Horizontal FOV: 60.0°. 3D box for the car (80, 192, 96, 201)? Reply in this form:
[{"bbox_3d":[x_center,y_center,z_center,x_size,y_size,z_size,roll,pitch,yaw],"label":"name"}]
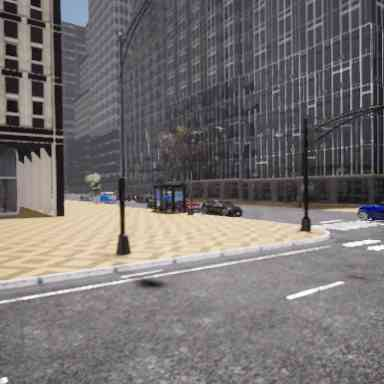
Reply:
[{"bbox_3d":[-19.722,1.004,62.267,2.008,1.369,4.403,-1,1,-34],"label":"car"}]

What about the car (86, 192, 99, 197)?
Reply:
[{"bbox_3d":[-25.622,0.635,85.765,2.008,1.369,4.403,-1,1,-34],"label":"car"}]

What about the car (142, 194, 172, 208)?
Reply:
[{"bbox_3d":[-3.740,1.285,38.770,1.947,1.339,4.313,-1,1,-34],"label":"car"}]

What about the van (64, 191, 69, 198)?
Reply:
[{"bbox_3d":[-29.338,0.632,76.345,1.690,1.788,3.998,-1,1,-34],"label":"van"}]

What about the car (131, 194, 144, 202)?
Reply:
[{"bbox_3d":[-7.844,1.032,55.130,1.994,1.385,4.181,-1,1,-35],"label":"car"}]

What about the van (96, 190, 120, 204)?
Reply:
[{"bbox_3d":[-13.311,0.902,52.877,1.690,1.788,3.998,-1,1,-34],"label":"van"}]

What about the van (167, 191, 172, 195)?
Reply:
[{"bbox_3d":[-3.186,0.804,52.907,1.690,1.788,3.998,-1,1,-34],"label":"van"}]

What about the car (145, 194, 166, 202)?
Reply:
[{"bbox_3d":[-6.390,0.991,57.604,1.802,1.307,4.206,-1,1,-34],"label":"car"}]

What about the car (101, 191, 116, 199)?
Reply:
[{"bbox_3d":[-19.212,0.633,76.376,1.967,1.590,4.097,-1,1,-34],"label":"car"}]

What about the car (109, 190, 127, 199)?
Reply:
[{"bbox_3d":[-16.007,0.562,71.681,2.192,1.841,5.009,-1,1,-34],"label":"car"}]

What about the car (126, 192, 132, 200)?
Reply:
[{"bbox_3d":[-13.404,0.727,63.263,2.097,1.767,4.553,-1,1,-34],"label":"car"}]

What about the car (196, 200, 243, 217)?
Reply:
[{"bbox_3d":[2.608,1.390,29.339,1.947,1.339,4.313,-1,1,-34],"label":"car"}]

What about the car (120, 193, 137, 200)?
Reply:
[{"bbox_3d":[-12.801,0.884,66.992,1.802,1.307,4.206,-1,1,-34],"label":"car"}]

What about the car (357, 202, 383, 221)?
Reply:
[{"bbox_3d":[13.801,1.309,22.760,1.882,1.535,5.008,0,1,-22],"label":"car"}]

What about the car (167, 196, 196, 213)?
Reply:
[{"bbox_3d":[-0.583,1.354,34.045,1.802,1.307,4.206,-1,1,-34],"label":"car"}]
